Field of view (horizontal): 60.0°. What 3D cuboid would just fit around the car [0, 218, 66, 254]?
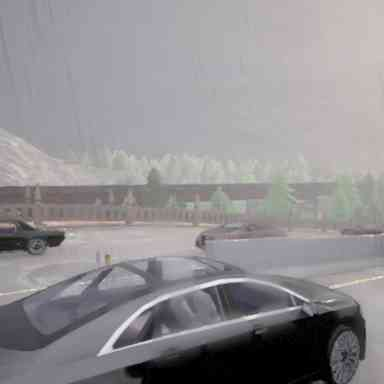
[{"bbox_3d":[-7.136,1.618,11.798,4.718,1.301,1.895,1,-1,-35],"label":"car"}]

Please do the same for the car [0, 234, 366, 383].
[{"bbox_3d":[0.103,1.528,3.820,4.902,1.511,2.128,1,-1,-35],"label":"car"}]

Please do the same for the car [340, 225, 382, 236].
[{"bbox_3d":[16.865,3.914,33.167,4.718,1.301,1.895,7,-4,-35],"label":"car"}]

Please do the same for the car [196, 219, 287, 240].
[{"bbox_3d":[2.215,1.878,14.166,4.181,1.385,1.994,4,-2,-35],"label":"car"}]
